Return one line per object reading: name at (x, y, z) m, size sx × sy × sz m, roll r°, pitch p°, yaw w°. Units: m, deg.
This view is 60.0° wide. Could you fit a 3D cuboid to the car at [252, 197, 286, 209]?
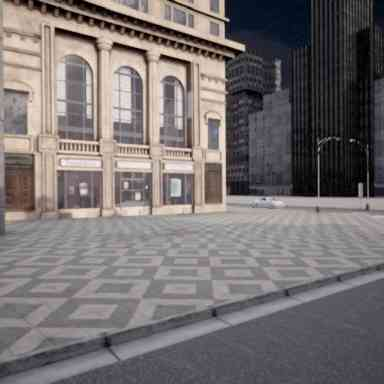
car at (9.772, 1.416, 42.608) m, size 1.812 × 1.442 × 4.674 m, roll -1°, pitch 1°, yaw -34°
